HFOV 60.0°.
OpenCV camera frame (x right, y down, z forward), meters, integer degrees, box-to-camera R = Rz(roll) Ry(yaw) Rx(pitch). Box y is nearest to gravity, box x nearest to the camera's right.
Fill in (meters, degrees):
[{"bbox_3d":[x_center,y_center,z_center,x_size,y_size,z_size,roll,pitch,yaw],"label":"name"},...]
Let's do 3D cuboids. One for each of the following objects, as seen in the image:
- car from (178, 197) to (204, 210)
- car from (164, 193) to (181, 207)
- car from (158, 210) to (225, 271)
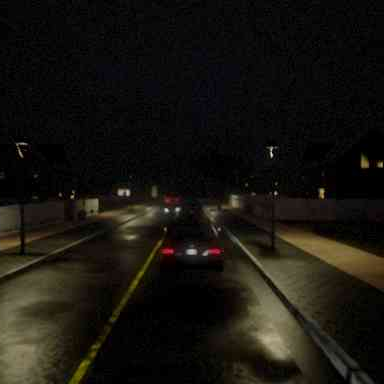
[{"bbox_3d":[0.003,1.442,29.170,1.882,1.535,5.008,0,0,0],"label":"car"},{"bbox_3d":[-2.874,1.205,49.749,2.150,2.045,5.566,0,0,0],"label":"car"},{"bbox_3d":[0.004,1.525,10.731,2.033,1.411,5.357,0,0,0],"label":"car"}]
